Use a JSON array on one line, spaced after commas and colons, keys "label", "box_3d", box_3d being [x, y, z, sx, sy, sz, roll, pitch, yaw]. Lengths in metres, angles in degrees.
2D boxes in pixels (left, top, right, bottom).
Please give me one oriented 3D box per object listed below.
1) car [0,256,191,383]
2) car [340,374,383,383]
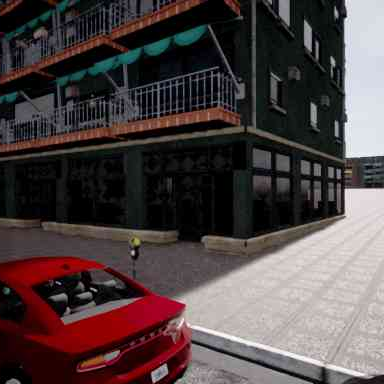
[{"label": "car", "box_3d": [-2.111, 1.545, 4.392, 4.507, 1.381, 1.887, 0, 0, 36]}, {"label": "car", "box_3d": [2.470, 1.566, 1.108, 4.313, 1.339, 1.947, 0, 0, 36]}]
